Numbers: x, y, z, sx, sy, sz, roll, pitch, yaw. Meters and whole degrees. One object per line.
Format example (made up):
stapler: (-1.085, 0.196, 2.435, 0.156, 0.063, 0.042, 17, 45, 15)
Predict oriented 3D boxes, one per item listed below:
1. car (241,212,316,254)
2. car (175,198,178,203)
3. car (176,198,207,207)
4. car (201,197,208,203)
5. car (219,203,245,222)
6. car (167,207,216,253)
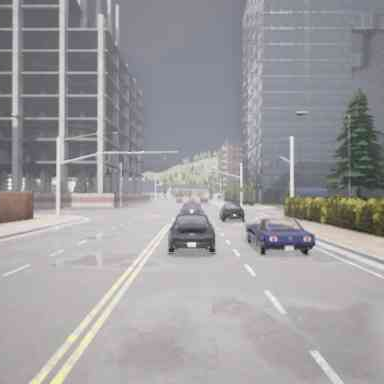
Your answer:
car: (3.495, 1.734, 14.109, 1.895, 1.301, 4.718, 0, 0, 0)
car: (-3.550, 2.420, 93.126, 1.994, 1.385, 4.181, 0, -1, 0)
car: (-0.013, 1.623, 29.085, 2.097, 1.767, 4.553, 0, -1, 0)
car: (3.450, 2.328, 93.711, 1.882, 1.535, 5.008, 0, -1, 0)
car: (3.521, 1.755, 29.494, 1.882, 1.535, 5.008, 0, 0, 1)
car: (-0.004, 1.643, 14.319, 1.837, 1.490, 4.892, 0, 0, 0)
